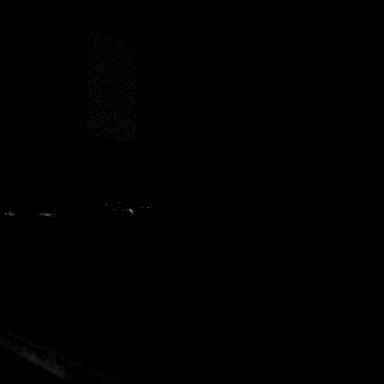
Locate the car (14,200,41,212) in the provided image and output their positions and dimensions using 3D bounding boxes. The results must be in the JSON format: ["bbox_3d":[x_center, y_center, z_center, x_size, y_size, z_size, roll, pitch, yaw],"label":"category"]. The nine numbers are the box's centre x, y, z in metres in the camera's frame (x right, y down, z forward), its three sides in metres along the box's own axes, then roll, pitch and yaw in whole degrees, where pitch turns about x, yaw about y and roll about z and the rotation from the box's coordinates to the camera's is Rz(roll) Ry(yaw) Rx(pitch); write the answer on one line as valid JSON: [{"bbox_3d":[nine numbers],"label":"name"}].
[{"bbox_3d":[-17.953,1.624,37.585,1.994,1.385,4.181,0,0,38],"label":"car"}]

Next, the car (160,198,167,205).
[{"bbox_3d":[-5.913,1.484,52.578,1.994,1.385,4.181,0,1,38],"label":"car"}]

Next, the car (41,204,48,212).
[{"bbox_3d":[-13.588,1.597,37.424,2.033,1.411,5.357,0,0,39],"label":"car"}]

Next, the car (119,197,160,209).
[{"bbox_3d":[-7.059,1.492,45.555,1.837,1.490,4.892,0,0,39],"label":"car"}]

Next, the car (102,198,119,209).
[{"bbox_3d":[-12.162,1.571,44.795,2.033,1.411,5.357,0,0,39],"label":"car"}]
